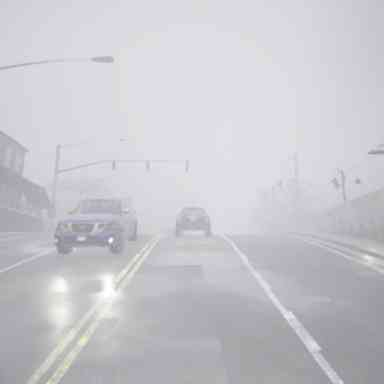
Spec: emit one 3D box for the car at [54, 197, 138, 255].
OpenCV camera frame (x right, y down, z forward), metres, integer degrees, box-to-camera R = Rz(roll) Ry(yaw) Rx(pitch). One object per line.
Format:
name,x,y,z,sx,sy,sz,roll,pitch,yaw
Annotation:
car,-3.586,1.204,13.574,2.150,2.045,5.566,0,-1,0

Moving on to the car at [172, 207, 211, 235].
car,0.077,1.798,20.974,2.097,1.767,4.553,0,-6,0

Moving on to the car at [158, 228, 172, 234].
car,-2.504,4.783,37.182,1.994,1.385,4.181,8,-14,-31
